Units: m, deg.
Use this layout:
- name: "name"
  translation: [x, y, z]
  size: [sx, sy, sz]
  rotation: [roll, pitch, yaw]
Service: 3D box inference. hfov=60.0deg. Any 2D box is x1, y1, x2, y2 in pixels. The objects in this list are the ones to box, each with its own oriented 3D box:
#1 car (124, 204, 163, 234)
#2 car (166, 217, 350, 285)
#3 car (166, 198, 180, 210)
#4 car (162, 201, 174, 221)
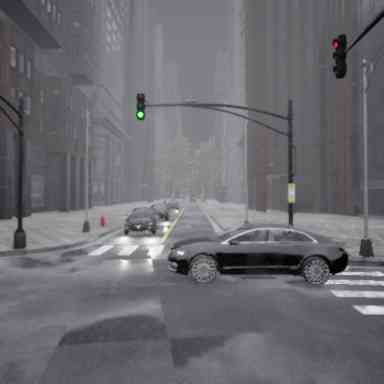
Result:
- name: "car"
  translation: [-3.083, 1.750, 21.136]
  size: [1.837, 1.490, 4.892]
  rotation: [0, -1, -1]
- name: "car"
  translation: [1.787, 1.635, 9.357]
  size: [4.902, 1.511, 2.128]
  rotation: [1, -1, 0]
- name: "car"
  translation: [-2.963, 2.145, 53.246]
  size: [2.033, 1.411, 5.357]
  rotation: [0, -1, 1]
- name: "car"
  translation: [-3.060, 1.836, 31.221]
  size: [1.882, 1.535, 5.008]
  rotation: [0, 0, 0]
